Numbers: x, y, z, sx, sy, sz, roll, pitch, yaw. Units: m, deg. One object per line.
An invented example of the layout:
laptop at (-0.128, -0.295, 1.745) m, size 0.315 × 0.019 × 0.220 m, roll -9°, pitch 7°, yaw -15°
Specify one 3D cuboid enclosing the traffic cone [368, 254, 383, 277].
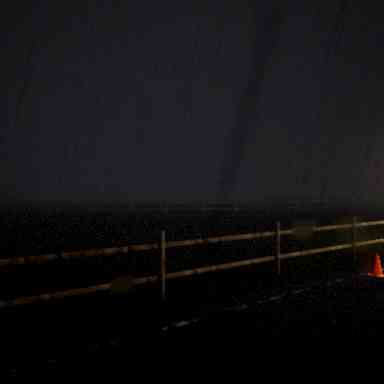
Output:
traffic cone at (5.047, 1.979, 9.073) m, size 0.340 × 0.580 × 0.340 m, roll 0°, pitch 0°, yaw -35°
